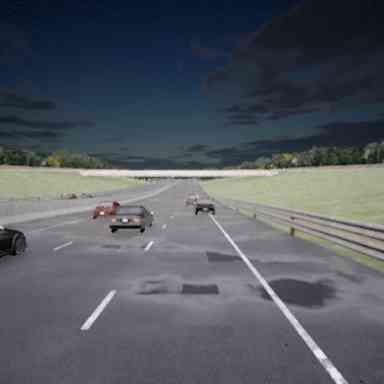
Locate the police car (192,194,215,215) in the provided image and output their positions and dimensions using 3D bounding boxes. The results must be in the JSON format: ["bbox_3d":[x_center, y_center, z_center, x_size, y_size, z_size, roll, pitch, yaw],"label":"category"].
[{"bbox_3d":[1.229,1.348,32.649,1.930,1.638,5.238,0,0,0],"label":"police car"}]

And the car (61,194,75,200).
[{"bbox_3d":[-24.493,1.207,66.439,1.882,1.535,5.008,0,1,0],"label":"car"}]

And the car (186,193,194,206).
[{"bbox_3d":[-0.008,1.392,51.601,2.128,1.511,4.902,0,0,0],"label":"car"}]

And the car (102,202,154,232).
[{"bbox_3d":[-3.397,1.486,19.390,2.033,1.411,5.357,0,0,0],"label":"car"}]

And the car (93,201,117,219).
[{"bbox_3d":[-6.896,1.452,27.843,1.812,1.442,4.674,0,0,0],"label":"car"}]

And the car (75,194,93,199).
[{"bbox_3d":[-20.993,1.243,66.023,1.837,1.490,4.892,0,1,0],"label":"car"}]

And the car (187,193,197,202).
[{"bbox_3d":[0.001,1.078,67.380,2.097,1.767,4.553,0,1,0],"label":"car"}]

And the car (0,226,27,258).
[{"bbox_3d":[-6.899,1.526,10.200,1.994,1.385,4.181,0,0,0],"label":"car"}]

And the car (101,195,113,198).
[{"bbox_3d":[-17.493,1.241,69.082,1.994,1.385,4.181,0,1,0],"label":"car"}]
